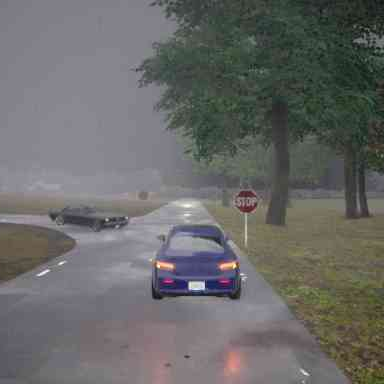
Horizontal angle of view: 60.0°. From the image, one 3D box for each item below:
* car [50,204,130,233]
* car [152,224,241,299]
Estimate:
[{"bbox_3d":[-5.736,1.381,18.619,4.718,1.301,1.895,3,2,32],"label":"car"},{"bbox_3d":[0.089,1.530,8.305,1.812,1.442,4.674,0,0,0],"label":"car"}]
